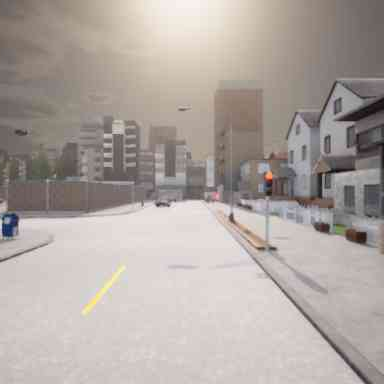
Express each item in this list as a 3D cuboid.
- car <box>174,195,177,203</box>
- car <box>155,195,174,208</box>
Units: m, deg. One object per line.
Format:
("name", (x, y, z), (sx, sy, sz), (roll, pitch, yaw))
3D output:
("car", (-3.996, 1.337, 66.137), (1.837, 1.490, 4.892), (0, 0, 0))
("car", (-4.068, 1.423, 47.049), (2.033, 1.411, 5.357), (0, 0, 0))
